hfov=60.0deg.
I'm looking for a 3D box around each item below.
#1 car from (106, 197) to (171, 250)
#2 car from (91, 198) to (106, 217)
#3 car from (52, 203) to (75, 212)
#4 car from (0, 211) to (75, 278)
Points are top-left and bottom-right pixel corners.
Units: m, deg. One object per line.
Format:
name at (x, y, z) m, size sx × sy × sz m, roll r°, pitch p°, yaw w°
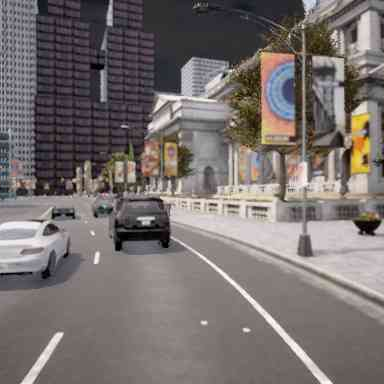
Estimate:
car at (-2.446, 1.219, 14.669) m, size 2.150 × 2.045 × 5.566 m, roll 0°, pitch 0°, yaw -17°
car at (-8.407, 1.366, 31.605) m, size 2.097 × 1.767 × 4.553 m, roll 0°, pitch 0°, yaw -20°
car at (-11.340, 1.635, 29.459) m, size 1.895 × 1.301 × 4.718 m, roll 0°, pitch 0°, yaw -20°
car at (-4.841, 1.543, 9.866) m, size 1.812 × 1.442 × 4.674 m, roll 0°, pitch 0°, yaw -12°
